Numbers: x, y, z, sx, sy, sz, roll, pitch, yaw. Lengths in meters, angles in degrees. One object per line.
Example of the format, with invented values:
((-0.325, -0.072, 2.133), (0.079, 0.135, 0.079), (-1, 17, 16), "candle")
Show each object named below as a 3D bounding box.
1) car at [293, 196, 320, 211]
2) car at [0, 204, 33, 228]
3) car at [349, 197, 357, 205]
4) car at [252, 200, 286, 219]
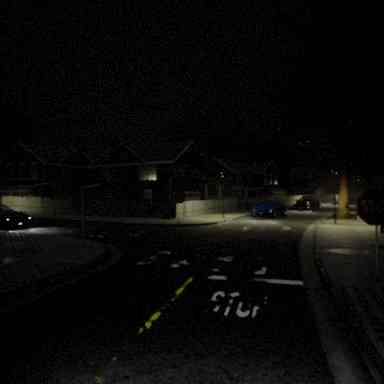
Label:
((13.786, 1.283, 39.982), (2.097, 1.767, 4.553), (0, 0, 36), "car")
((-12.164, 1.404, 20.149), (5.357, 1.411, 2.033), (1, 0, 26), "car")
((27.203, 1.428, 56.615), (1.895, 1.301, 4.718), (0, 0, 39), "car")
((6.829, 1.448, 29.055), (1.882, 1.535, 5.008), (0, 0, 30), "car")
